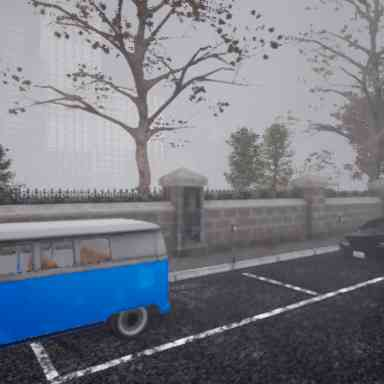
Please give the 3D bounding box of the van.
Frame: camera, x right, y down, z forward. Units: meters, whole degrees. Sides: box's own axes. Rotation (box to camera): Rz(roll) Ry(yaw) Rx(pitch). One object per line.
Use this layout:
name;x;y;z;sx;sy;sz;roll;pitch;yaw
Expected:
van;-2.260;1.340;4.947;3.998;1.788;1.690;0;0;-36

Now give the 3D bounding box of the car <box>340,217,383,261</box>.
car;6.907;1.550;11.488;4.313;1.339;1.947;0;0;-36
